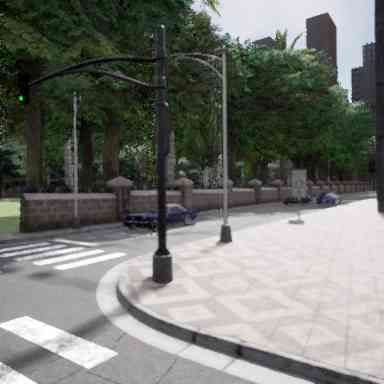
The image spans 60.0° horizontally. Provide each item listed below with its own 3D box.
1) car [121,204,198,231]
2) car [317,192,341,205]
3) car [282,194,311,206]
[{"bbox_3d":[-1.744,1.377,19.001,1.895,1.301,4.718,-1,1,36],"label":"car"},{"bbox_3d":[15.555,0.706,37.722,1.812,1.442,4.674,-1,1,36],"label":"car"},{"bbox_3d":[12.175,0.797,38.302,2.033,1.411,5.357,-1,1,36],"label":"car"}]
